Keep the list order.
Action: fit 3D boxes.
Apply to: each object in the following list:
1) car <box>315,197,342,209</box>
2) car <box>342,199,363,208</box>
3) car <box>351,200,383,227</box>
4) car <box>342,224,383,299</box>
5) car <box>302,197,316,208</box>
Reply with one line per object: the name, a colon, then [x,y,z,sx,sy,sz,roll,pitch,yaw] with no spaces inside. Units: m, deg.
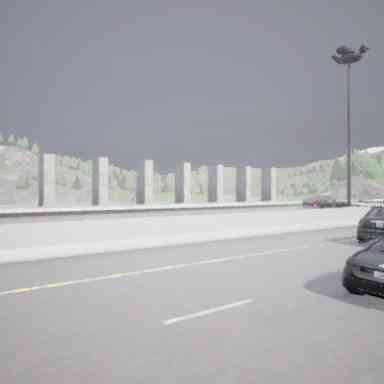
car: [18.574,1.558,43.182,4.718,1.301,1.895,0,0,-36]
car: [20.630,1.564,40.349,4.718,1.301,1.895,0,0,-36]
car: [9.254,1.341,14.548,4.553,1.767,2.097,0,0,-35]
car: [5.258,1.558,7.455,4.181,1.385,1.994,0,0,-35]
car: [17.501,1.429,46.728,5.008,1.535,1.882,0,0,-36]
